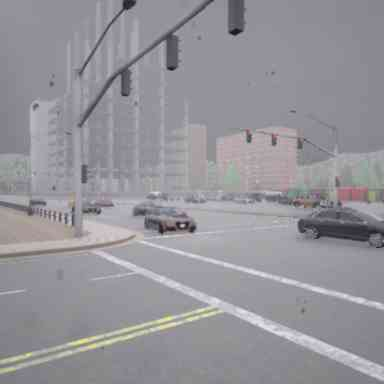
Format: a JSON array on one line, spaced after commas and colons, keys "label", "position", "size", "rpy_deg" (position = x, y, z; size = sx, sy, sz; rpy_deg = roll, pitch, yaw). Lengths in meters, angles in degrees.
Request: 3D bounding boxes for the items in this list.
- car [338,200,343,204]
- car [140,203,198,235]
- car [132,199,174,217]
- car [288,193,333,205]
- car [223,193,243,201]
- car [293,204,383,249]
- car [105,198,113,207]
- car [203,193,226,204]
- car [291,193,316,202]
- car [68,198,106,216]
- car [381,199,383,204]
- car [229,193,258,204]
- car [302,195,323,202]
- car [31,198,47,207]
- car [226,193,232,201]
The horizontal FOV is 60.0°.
[{"label": "car", "position": [16.813, 1.141, 42.039], "size": [1.905, 1.878, 3.866], "rpy_deg": [0, 0, -35]}, {"label": "car", "position": [-1.286, 1.560, 18.932], "size": [1.994, 1.385, 4.181], "rpy_deg": [0, 0, -24]}, {"label": "car", "position": [-3.599, 1.558, 29.252], "size": [1.994, 1.385, 4.181], "rpy_deg": [0, 0, -36]}, {"label": "car", "position": [14.420, 1.139, 40.411], "size": [1.932, 1.855, 4.605], "rpy_deg": [0, 0, -35]}, {"label": "car", "position": [9.423, 1.133, 76.779], "size": [1.932, 1.855, 4.605], "rpy_deg": [0, 0, -35]}, {"label": "car", "position": [7.073, 1.499, 14.798], "size": [1.837, 1.490, 4.892], "rpy_deg": [0, 0, -38]}, {"label": "car", "position": [-13.288, 1.557, 49.194], "size": [1.994, 1.385, 4.181], "rpy_deg": [0, 0, -36]}, {"label": "car", "position": [4.900, 1.377, 73.513], "size": [1.970, 1.475, 3.806], "rpy_deg": [0, 0, -35]}, {"label": "car", "position": [22.659, 1.130, 67.698], "size": [1.932, 1.855, 4.605], "rpy_deg": [0, 0, -35]}, {"label": "car", "position": [-10.431, 1.559, 32.802], "size": [1.994, 1.385, 4.181], "rpy_deg": [0, 0, -35]}, {"label": "car", "position": [32.804, 1.133, 53.414], "size": [1.905, 1.878, 3.866], "rpy_deg": [0, 0, -35]}, {"label": "car", "position": [8.923, 1.379, 57.856], "size": [1.970, 1.475, 3.806], "rpy_deg": [0, 0, -35]}, {"label": "car", "position": [25.060, 1.340, 69.320], "size": [1.784, 1.438, 3.905], "rpy_deg": [0, 0, -35]}, {"label": "car", "position": [-24.076, 1.597, 52.068], "size": [1.895, 1.301, 4.718], "rpy_deg": [0, 0, -35]}, {"label": "car", "position": [7.263, 1.344, 75.186], "size": [1.784, 1.438, 3.905], "rpy_deg": [0, 0, -35]}]
